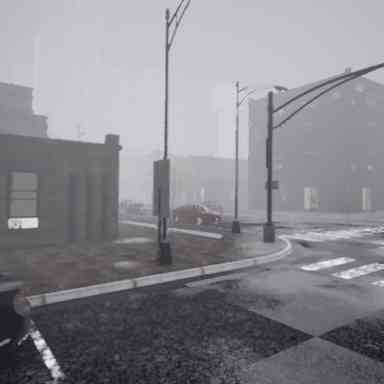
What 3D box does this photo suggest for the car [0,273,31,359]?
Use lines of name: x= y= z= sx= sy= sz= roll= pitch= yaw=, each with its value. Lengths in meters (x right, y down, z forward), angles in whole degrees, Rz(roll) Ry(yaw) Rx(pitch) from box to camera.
car: x=-4.175 y=1.557 z=3.566 sx=4.403 sy=1.369 sz=2.008 roll=0 pitch=1 yaw=-35

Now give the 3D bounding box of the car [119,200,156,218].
car: x=-4.818 y=1.674 z=30.891 sx=1.802 sy=1.307 sz=4.206 roll=0 pitch=-1 yaw=-35

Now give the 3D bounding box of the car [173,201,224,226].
car: x=0.340 y=1.559 z=23.513 sx=1.887 sy=1.381 sz=4.507 roll=0 pitch=-1 yaw=-35

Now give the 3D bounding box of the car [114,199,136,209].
car: x=-11.049 y=1.947 z=54.783 sx=1.752 sy=1.417 sz=4.829 roll=0 pitch=-1 yaw=-35

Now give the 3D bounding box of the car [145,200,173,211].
car: x=-4.569 y=1.873 z=45.605 sx=2.008 sy=1.369 sz=4.403 roll=0 pitch=-1 yaw=-35

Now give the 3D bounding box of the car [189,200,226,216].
car: x=1.634 y=1.668 z=36.742 sx=1.967 sy=1.590 sz=4.097 roll=0 pitch=-1 yaw=-35
